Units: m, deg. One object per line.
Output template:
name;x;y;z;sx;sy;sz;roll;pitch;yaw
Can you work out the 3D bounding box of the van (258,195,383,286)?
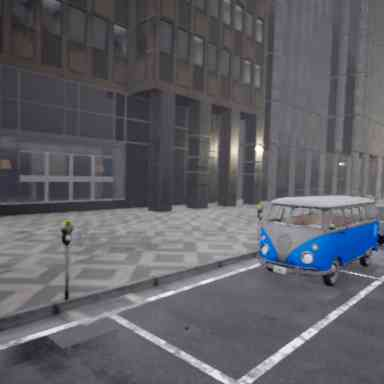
van;3.213;0.996;8.128;1.690;1.788;3.998;5;4;43
